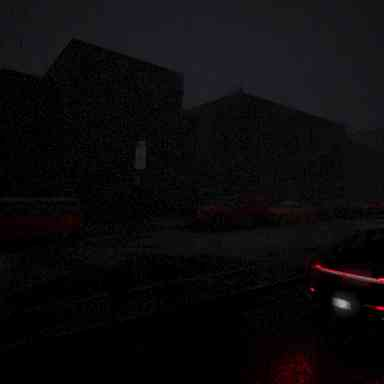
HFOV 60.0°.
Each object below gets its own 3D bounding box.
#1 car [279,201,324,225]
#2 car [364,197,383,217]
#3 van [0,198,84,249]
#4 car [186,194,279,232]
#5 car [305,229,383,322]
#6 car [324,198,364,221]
[{"bbox_3d":[6.709,1.411,23.350,5.008,1.535,2.097,0,0,-36],"label":"car"},{"bbox_3d":[15.712,1.263,29.801,4.553,1.767,2.185,0,0,-36],"label":"car"},{"bbox_3d":[-6.864,1.219,13.625,4.442,1.987,1.878,0,0,-36],"label":"van"},{"bbox_3d":[2.292,1.170,20.185,5.566,2.045,2.435,0,0,-36],"label":"car"},{"bbox_3d":[4.250,1.476,6.467,4.902,1.511,2.128,0,0,-36],"label":"car"},{"bbox_3d":[11.201,1.401,26.569,4.892,1.521,2.231,0,0,-36],"label":"car"}]
